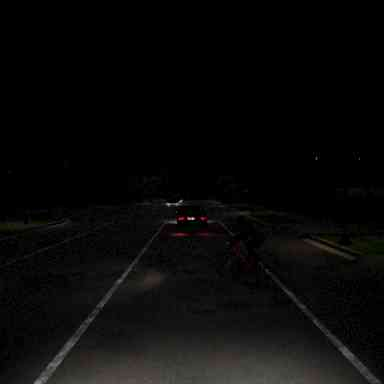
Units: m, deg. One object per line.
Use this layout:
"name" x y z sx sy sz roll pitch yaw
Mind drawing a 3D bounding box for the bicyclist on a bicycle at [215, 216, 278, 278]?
"bicyclist on a bicycle" 1.424 1.450 8.644 1.656 1.620 0.582 0 0 0

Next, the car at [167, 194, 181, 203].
"car" -3.833 1.351 67.315 2.097 1.767 4.553 0 0 0

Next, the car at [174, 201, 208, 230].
"car" -0.056 1.548 21.133 2.033 1.411 5.357 0 0 -2

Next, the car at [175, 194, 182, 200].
"car" -3.934 1.403 95.343 1.812 1.442 4.674 0 0 0
